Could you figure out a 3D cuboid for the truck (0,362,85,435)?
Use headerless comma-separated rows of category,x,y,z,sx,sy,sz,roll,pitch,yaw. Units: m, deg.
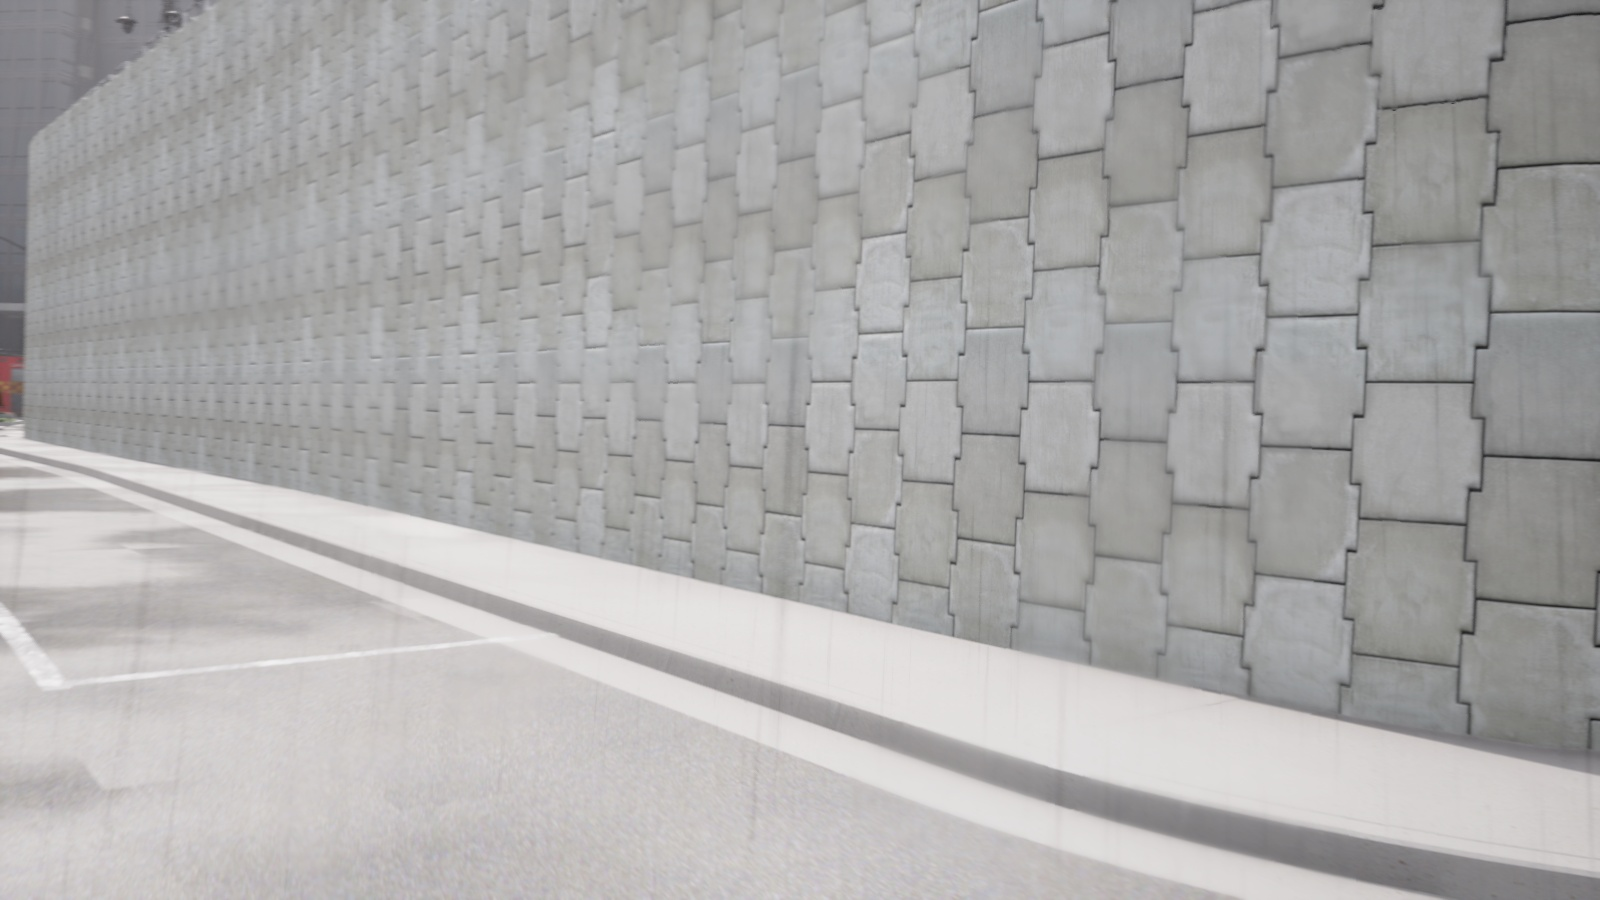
truck,-43.837,-2.811,68.082,8.468,3.827,2.891,1,1,-1
